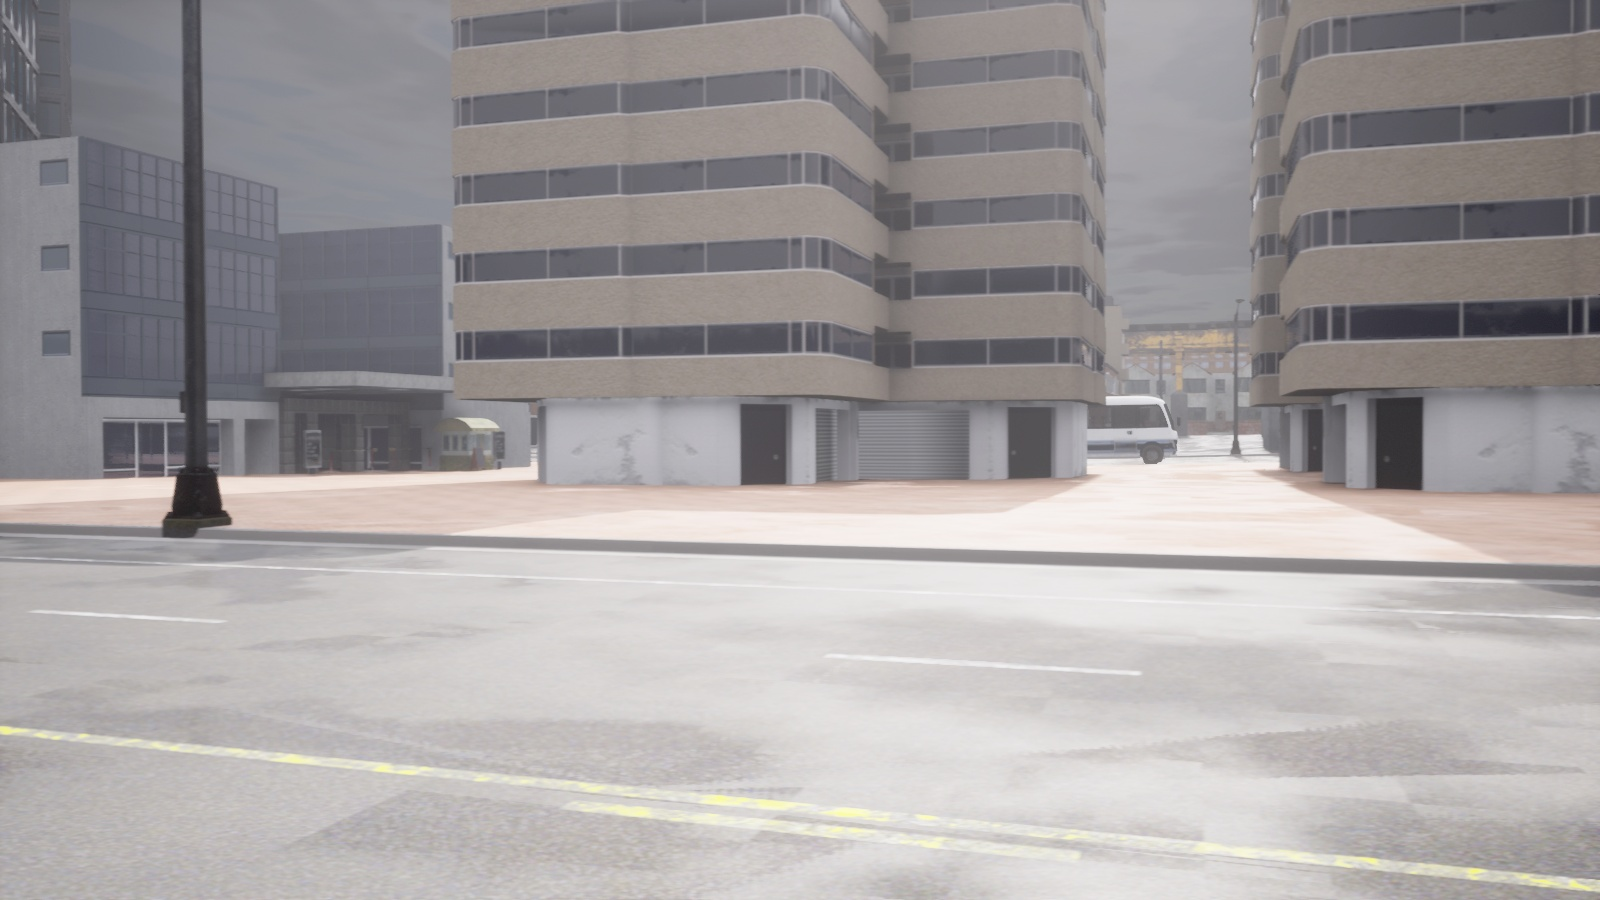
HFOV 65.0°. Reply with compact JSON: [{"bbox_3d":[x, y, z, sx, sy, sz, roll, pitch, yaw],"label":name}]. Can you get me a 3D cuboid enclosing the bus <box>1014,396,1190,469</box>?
[{"bbox_3d":[18.666,-1.019,77.474,10.273,4.253,3.944,-1,1,17],"label":"bus"}]
